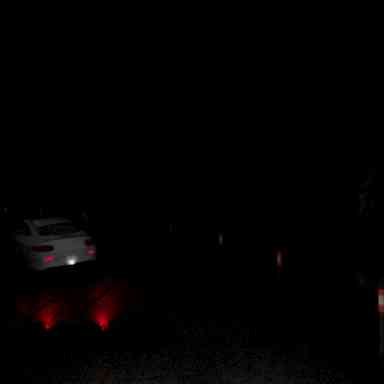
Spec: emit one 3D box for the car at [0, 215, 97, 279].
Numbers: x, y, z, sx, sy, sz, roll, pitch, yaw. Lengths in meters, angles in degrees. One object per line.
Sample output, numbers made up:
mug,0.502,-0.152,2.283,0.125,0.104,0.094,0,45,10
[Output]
car,-4.372,1.424,9.930,1.812,1.442,4.674,-4,3,-38
